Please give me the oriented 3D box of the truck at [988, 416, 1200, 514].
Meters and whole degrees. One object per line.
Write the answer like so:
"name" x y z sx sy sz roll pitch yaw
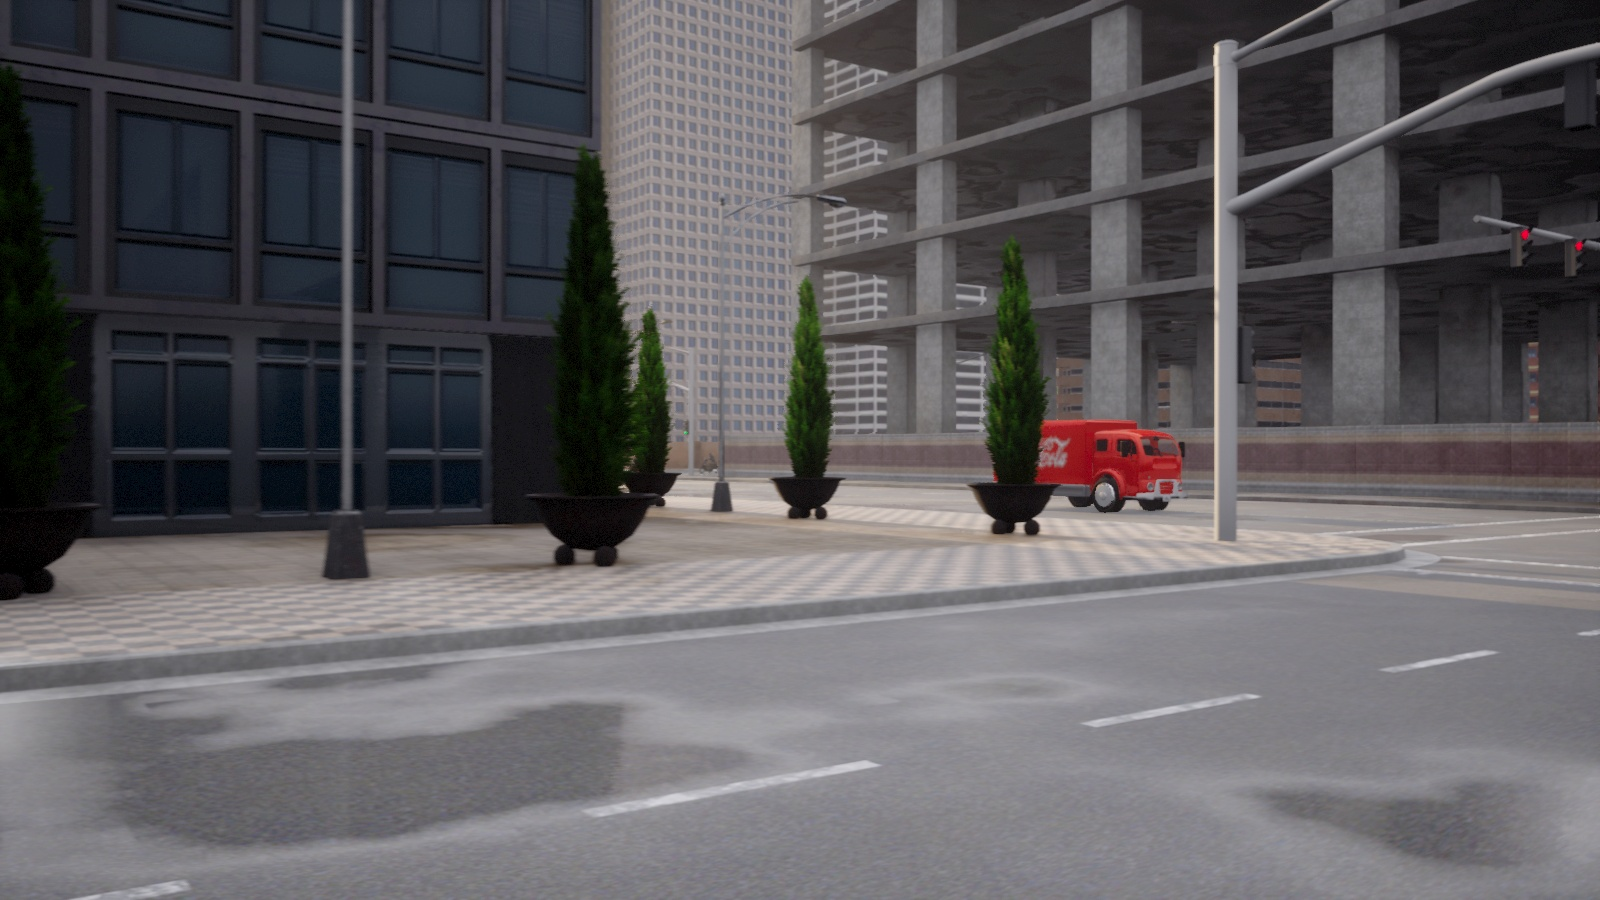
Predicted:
"truck" 7.907 0.378 34.308 2.627 2.467 5.204 0 0 -35
